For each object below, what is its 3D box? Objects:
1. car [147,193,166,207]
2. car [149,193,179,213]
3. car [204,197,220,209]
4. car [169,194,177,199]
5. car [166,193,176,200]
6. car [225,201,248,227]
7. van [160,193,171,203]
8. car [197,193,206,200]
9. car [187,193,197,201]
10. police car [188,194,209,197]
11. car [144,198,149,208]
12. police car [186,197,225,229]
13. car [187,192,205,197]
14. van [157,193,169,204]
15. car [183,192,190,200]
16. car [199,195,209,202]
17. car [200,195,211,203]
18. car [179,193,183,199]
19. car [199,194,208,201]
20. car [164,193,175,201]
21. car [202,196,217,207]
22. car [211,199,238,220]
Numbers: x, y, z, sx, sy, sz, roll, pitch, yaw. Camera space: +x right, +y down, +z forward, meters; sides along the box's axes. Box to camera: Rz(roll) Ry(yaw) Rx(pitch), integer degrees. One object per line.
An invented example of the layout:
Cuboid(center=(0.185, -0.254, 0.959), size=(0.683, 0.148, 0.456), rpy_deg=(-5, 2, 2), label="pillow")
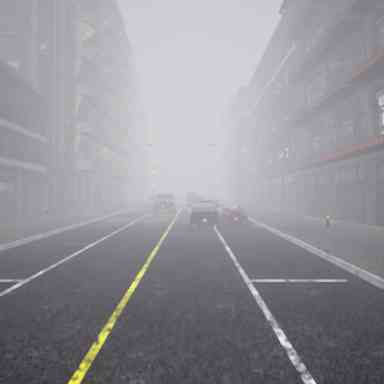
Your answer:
Cuboid(center=(-5.269, 1.142, 49.703), size=(2.192, 1.841, 5.009), rpy_deg=(2, 0, 0), label="car")
Cuboid(center=(-2.833, 1.085, 35.270), size=(2.150, 2.045, 5.566), rpy_deg=(0, 0, 0), label="car")
Cuboid(center=(2.603, 1.385, 44.105), size=(1.887, 1.381, 4.507), rpy_deg=(1, 0, 0), label="car")
Cuboid(center=(-5.257, 1.343, 93.947), size=(1.947, 1.339, 4.313), rpy_deg=(1, 0, 0), label="car")
Cuboid(center=(-5.255, 1.096, 82.884), size=(2.192, 1.841, 5.009), rpy_deg=(1, 0, 0), label="car")
Cuboid(center=(2.594, 1.452, 21.983), size=(1.887, 1.381, 4.507), rpy_deg=(1, 0, 0), label="car")
Cuboid(center=(-5.263, 1.137, 66.293), size=(1.690, 1.788, 3.998), rpy_deg=(1, 0, 0), label="van")
Cuboid(center=(2.593, 1.093, 88.352), size=(2.192, 1.841, 5.009), rpy_deg=(1, 0, 0), label="car")
Cuboid(center=(0.031, 1.049, 72.169), size=(2.097, 1.767, 4.553), rpy_deg=(0, 0, 0), label="car")
Cuboid(center=(0.838, 1.302, 30.762), size=(1.930, 1.638, 5.238), rpy_deg=(0, 0, 0), label="police car")
Cuboid(center=(-5.277, 1.366, 44.002), size=(1.752, 1.417, 4.829), rpy_deg=(2, 0, 0), label="car")
Cuboid(center=(0.722, 1.336, 20.760), size=(1.930, 1.638, 5.238), rpy_deg=(0, 0, 0), label="police car")
Cuboid(center=(0.839, 1.211, 36.624), size=(2.097, 1.767, 4.553), rpy_deg=(0, 0, 0), label="car")
Cuboid(center=(-5.265, 1.145, 60.761), size=(1.690, 1.788, 3.998), rpy_deg=(2, 0, 0), label="van")
Cuboid(center=(0.025, 1.032, 57.224), size=(2.150, 2.045, 5.566), rpy_deg=(0, 0, 0), label="car")
Cuboid(center=(2.615, 1.334, 71.759), size=(1.887, 1.381, 4.507), rpy_deg=(1, 0, 0), label="car")
Cuboid(center=(2.613, 1.341, 66.229), size=(1.887, 1.381, 4.507), rpy_deg=(1, 0, 0), label="car")
Cuboid(center=(-2.717, 1.040, 75.734), size=(1.837, 1.490, 4.892), rpy_deg=(0, 0, 0), label="car")
Cuboid(center=(2.627, 1.225, 77.290), size=(1.967, 1.590, 4.097), rpy_deg=(1, 0, 0), label="car")
Cuboid(center=(-5.258, 1.100, 77.354), size=(2.192, 1.841, 5.009), rpy_deg=(1, 0, 0), label="car")
Cuboid(center=(2.605, 1.378, 49.637), size=(2.008, 1.369, 4.403), rpy_deg=(1, 0, 0), label="car")
Cuboid(center=(2.597, 1.412, 27.685), size=(1.752, 1.417, 4.829), rpy_deg=(1, 0, 0), label="car")
